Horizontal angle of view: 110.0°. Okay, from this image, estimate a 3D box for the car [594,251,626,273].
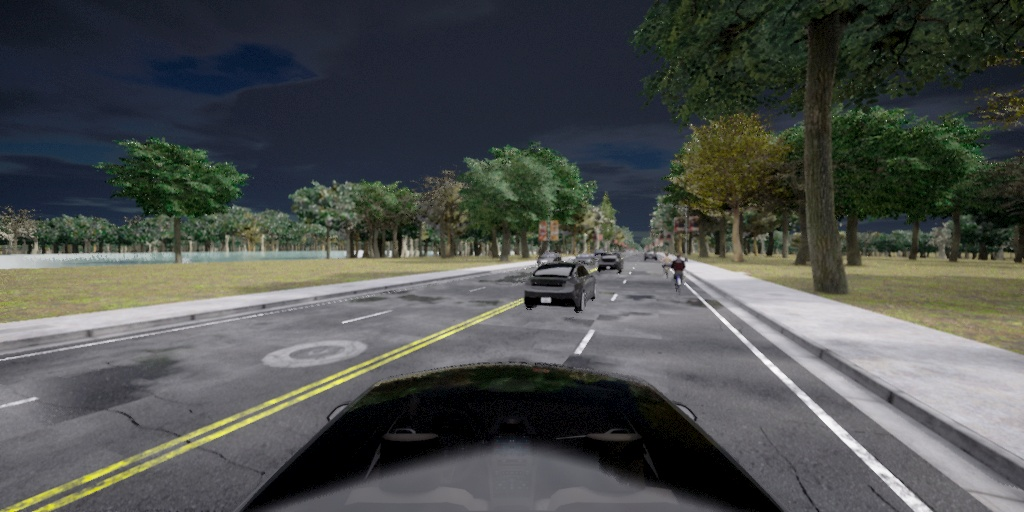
[{"bbox_3d":[8.242,0.583,29.714,1.837,1.490,4.892,0,1,21],"label":"car"}]

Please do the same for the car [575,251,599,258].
[{"bbox_3d":[7.699,0.447,38.034,1.994,1.385,4.181,0,1,21],"label":"car"}]

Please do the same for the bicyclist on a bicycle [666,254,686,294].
[{"bbox_3d":[7.298,0.780,15.760,0.659,1.776,1.843,0,2,21],"label":"bicyclist on a bicycle"}]

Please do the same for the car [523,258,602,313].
[{"bbox_3d":[1.860,0.992,12.810,1.837,1.490,4.892,0,1,21],"label":"car"}]

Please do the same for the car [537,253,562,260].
[{"bbox_3d":[3.980,0.396,37.385,2.128,1.511,4.902,0,1,21],"label":"car"}]

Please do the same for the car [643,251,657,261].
[{"bbox_3d":[22.045,-0.045,57.058,1.812,1.442,4.674,0,2,21],"label":"car"}]

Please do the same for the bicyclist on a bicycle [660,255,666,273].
[{"bbox_3d":[10.596,0.634,24.547,0.866,1.612,1.509,0,1,21],"label":"bicyclist on a bicycle"}]
